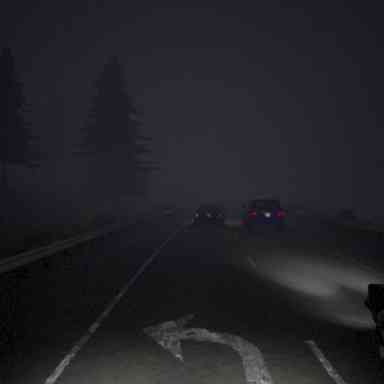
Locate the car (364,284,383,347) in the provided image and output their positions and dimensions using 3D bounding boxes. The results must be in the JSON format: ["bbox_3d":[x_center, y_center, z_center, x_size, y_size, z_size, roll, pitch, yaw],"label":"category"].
[{"bbox_3d":[3.666,1.642,3.207,1.895,1.301,4.718,0,-1,1],"label":"car"}]

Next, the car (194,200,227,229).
[{"bbox_3d":[1.316,1.617,24.299,2.097,1.767,4.553,0,0,5],"label":"car"}]

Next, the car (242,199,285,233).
[{"bbox_3d":[4.590,1.464,21.847,2.150,2.045,5.566,0,-1,5],"label":"car"}]
